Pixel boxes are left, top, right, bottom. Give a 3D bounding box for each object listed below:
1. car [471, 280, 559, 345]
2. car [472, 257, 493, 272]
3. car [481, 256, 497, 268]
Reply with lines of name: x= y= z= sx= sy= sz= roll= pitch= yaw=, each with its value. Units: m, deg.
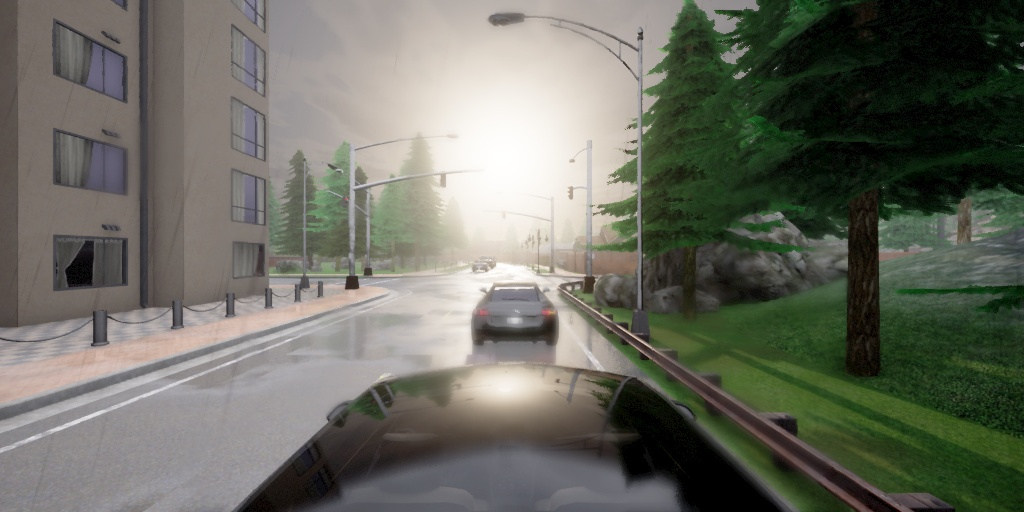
car: x=0.083 y=1.314 z=9.468 sx=1.994 sy=1.385 sz=4.181 roll=0 pitch=0 yaw=1
car: x=-3.934 y=1.212 z=45.556 sx=2.128 sy=1.511 sz=4.902 roll=0 pitch=0 yaw=0
car: x=-3.976 y=0.942 z=56.163 sx=2.150 sy=2.045 sz=5.566 roll=0 pitch=0 yaw=0
